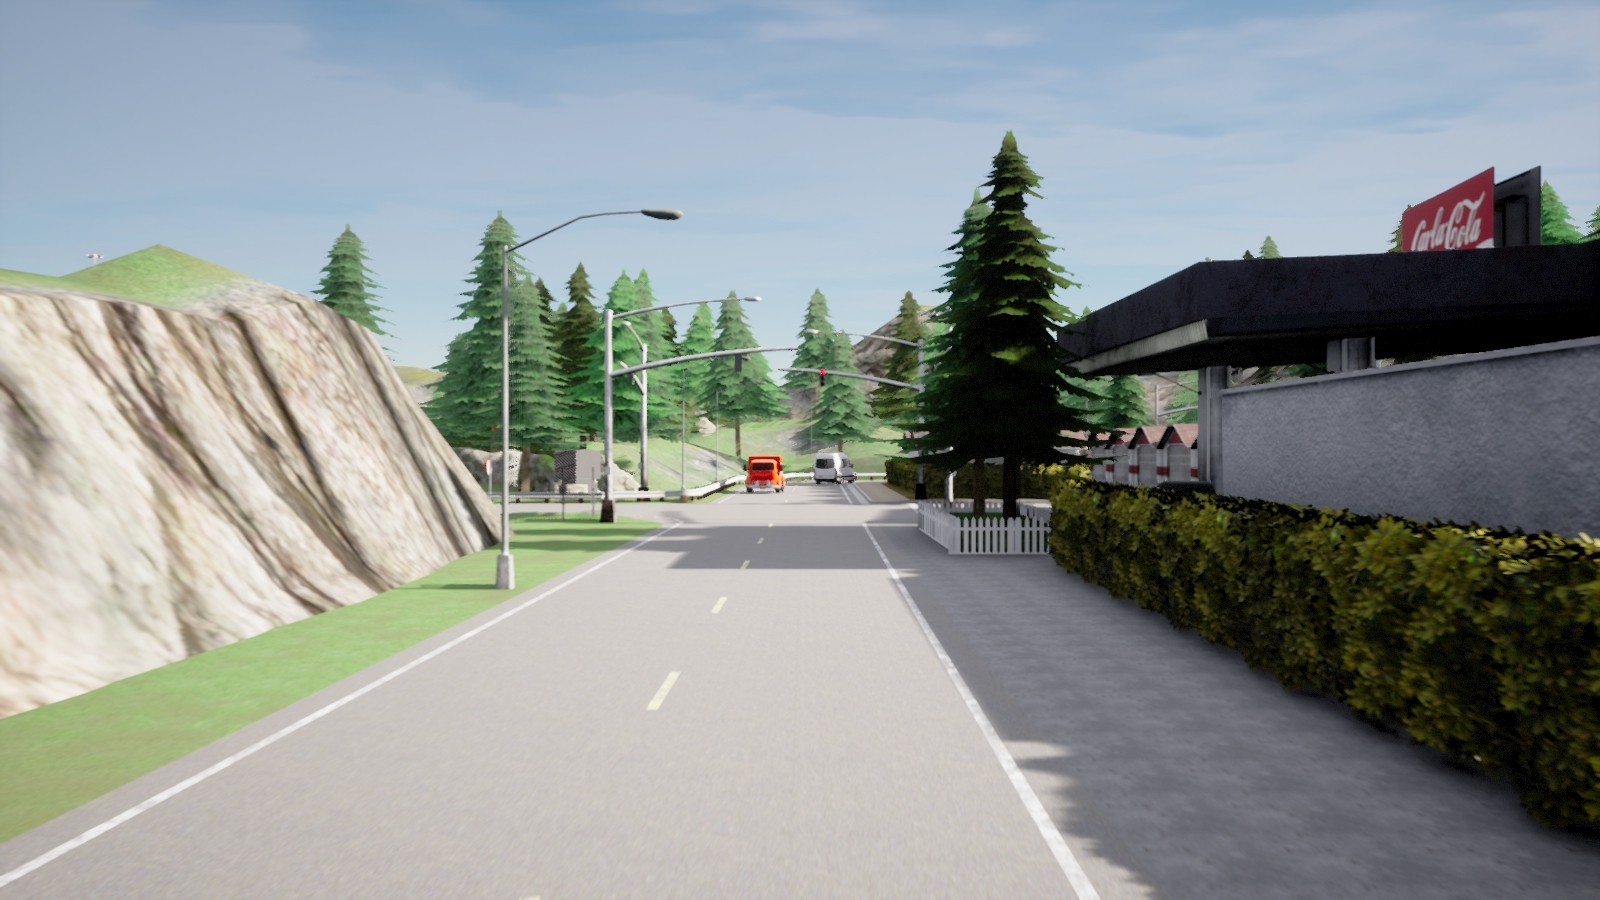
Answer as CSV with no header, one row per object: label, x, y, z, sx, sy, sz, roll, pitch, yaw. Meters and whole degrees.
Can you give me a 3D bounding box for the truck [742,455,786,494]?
truck,-2.306,1.566,74.563,2.627,2.467,5.204,0,0,1
